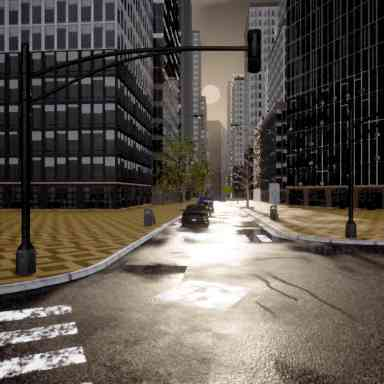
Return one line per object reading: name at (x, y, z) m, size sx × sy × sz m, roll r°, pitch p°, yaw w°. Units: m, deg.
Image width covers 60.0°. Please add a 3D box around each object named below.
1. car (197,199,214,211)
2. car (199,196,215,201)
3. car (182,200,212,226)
car at (1.116, 1.777, 35.356) m, size 1.812 × 1.442 × 4.674 m, roll 0°, pitch 0°, yaw 4°
car at (1.925, 1.554, 45.985) m, size 2.150 × 2.045 × 5.566 m, roll 0°, pitch 0°, yaw 4°
car at (0.338, 1.654, 25.166) m, size 1.882 × 1.535 × 5.008 m, roll 0°, pitch 0°, yaw 4°
